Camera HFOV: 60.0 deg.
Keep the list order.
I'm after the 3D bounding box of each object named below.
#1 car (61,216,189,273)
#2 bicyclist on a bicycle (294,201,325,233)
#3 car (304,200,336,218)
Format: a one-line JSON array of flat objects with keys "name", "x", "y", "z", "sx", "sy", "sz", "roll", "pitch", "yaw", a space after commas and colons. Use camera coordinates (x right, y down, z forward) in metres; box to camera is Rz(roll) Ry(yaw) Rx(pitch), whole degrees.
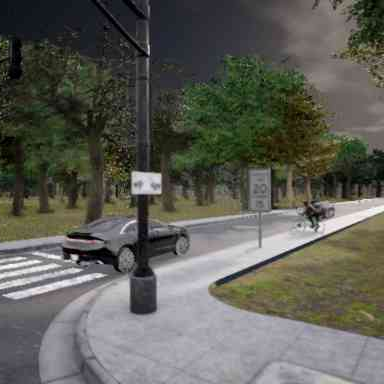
[{"name": "car", "x": -1.894, "y": 1.530, "z": 10.997, "sx": 2.128, "sy": 1.511, "sz": 4.902, "roll": -1, "pitch": 0, "yaw": 31}, {"name": "bicyclist on a bicycle", "x": 6.136, "y": 1.316, "z": 17.455, "sx": 1.656, "sy": 1.620, "sz": 0.582, "roll": -1, "pitch": 0, "yaw": 36}, {"name": "car", "x": 11.593, "y": 1.526, "z": 30.102, "sx": 1.837, "sy": 1.490, "sz": 4.892, "roll": 0, "pitch": 0, "yaw": 36}]
